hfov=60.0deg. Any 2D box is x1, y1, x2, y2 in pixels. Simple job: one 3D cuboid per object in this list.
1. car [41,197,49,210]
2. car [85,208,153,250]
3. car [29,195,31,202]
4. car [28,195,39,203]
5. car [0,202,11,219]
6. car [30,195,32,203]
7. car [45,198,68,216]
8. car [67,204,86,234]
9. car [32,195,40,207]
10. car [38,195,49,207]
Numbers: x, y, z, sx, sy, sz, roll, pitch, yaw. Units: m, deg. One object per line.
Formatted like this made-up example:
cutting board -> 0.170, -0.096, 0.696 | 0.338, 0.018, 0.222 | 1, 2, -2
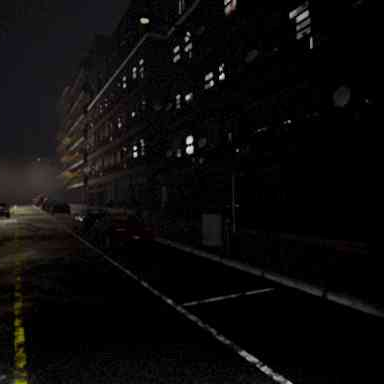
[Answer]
car -> -16.110, 1.641, 38.843 | 1.887, 1.381, 4.507 | 1, -1, -28
car -> -3.121, 1.567, 14.429 | 1.887, 1.381, 4.507 | 2, -1, -28
car -> -34.328, 1.850, 73.008 | 1.802, 1.307, 4.206 | 1, -1, -28
car -> -39.520, 1.649, 82.778 | 2.192, 1.841, 5.009 | 1, -1, -28
car -> -17.135, 1.600, 29.414 | 1.812, 1.442, 4.674 | 0, 0, -28
car -> -29.129, 1.650, 63.244 | 1.967, 1.590, 4.097 | 1, -1, -28
car -> -13.512, 1.622, 33.961 | 1.887, 1.381, 4.507 | 1, -1, -28
car -> -5.720, 1.584, 19.313 | 2.008, 1.369, 4.403 | 1, -1, -28
car -> -23.930, 1.474, 53.479 | 2.192, 1.841, 5.009 | 1, -1, -28
car -> -18.700, 1.556, 43.731 | 1.967, 1.590, 4.097 | 1, -1, -28
